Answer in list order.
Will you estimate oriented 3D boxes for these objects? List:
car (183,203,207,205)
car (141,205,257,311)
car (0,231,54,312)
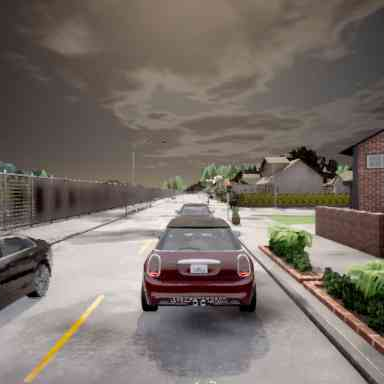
[{"bbox_3d":[0.163,1.352,17.590,2.097,1.767,4.553,0,0,0],"label":"car"},{"bbox_3d":[0.125,1.352,7.893,2.097,1.767,4.553,0,0,0],"label":"car"},{"bbox_3d":[-4.078,1.491,5.673,2.128,1.511,4.902,0,0,0],"label":"car"}]
